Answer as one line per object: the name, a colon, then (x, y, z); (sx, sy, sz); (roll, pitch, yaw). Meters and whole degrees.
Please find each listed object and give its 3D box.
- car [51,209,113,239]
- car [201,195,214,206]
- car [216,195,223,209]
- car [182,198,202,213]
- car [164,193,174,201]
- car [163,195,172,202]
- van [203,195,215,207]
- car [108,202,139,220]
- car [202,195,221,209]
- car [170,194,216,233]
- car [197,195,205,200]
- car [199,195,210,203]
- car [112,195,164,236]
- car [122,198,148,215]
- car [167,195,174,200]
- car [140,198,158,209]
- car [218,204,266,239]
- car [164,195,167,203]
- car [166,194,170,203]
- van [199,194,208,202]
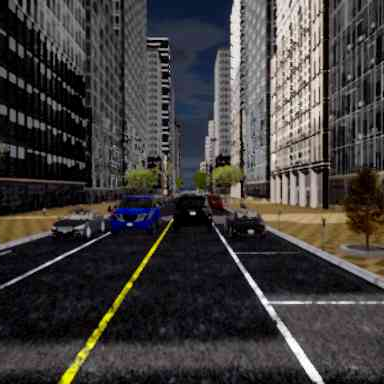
car: (-5.729, 1.561, 17.156); (2.008, 1.369, 4.403); (-1, 0, 0)
car: (2.576, 1.427, 56.957); (1.967, 1.590, 4.097); (-1, 0, 0)
car: (2.606, 1.305, 39.906); (2.192, 1.841, 5.009); (-1, 0, 0)
car: (0.025, 1.487, 38.792); (2.128, 1.511, 4.902); (0, 0, 0)
car: (-5.859, 1.311, 85.360); (2.192, 1.841, 5.009); (-1, 0, 0)
car: (-5.847, 1.438, 79.676); (1.967, 1.590, 4.097); (-1, 0, 0)
van: (2.585, 1.330, 51.274); (1.690, 1.788, 3.998); (-1, 0, 0)
car: (-5.750, 1.591, 28.523); (1.802, 1.307, 4.206); (-1, 0, 0)
car: (2.595, 1.304, 45.590); (2.192, 1.841, 5.009); (-1, 0, 0)
car: (0.054, 1.218, 19.972); (2.150, 2.045, 5.566); (0, 0, 0)
car: (2.514, 1.527, 91.059); (2.008, 1.369, 4.403); (-1, 0, 0)
car: (2.554, 1.424, 68.324); (1.967, 1.590, 4.097); (-1, 0, 0)
car: (-3.035, 1.226, 18.916); (2.150, 2.045, 5.566); (0, 0, 0)
car: (-5.762, 1.449, 34.207); (1.967, 1.590, 4.097); (-1, 0, 0)
car: (-5.867, 1.576, 91.044); (1.802, 1.307, 4.206); (-1, 0, 0)
car: (-5.782, 1.532, 45.404); (1.752, 1.417, 4.829); (-1, 0, 0)
car: (2.651, 1.544, 17.171); (2.008, 1.369, 4.403); (-1, 0, 0)
car: (-5.804, 1.571, 56.942); (1.947, 1.339, 4.313); (-1, 0, 0)
car: (-5.825, 1.552, 68.309); (2.008, 1.369, 4.403); (-1, 0, 0)
van: (2.543, 1.324, 74.008); (1.690, 1.788, 3.998); (-1, 0, 0)
